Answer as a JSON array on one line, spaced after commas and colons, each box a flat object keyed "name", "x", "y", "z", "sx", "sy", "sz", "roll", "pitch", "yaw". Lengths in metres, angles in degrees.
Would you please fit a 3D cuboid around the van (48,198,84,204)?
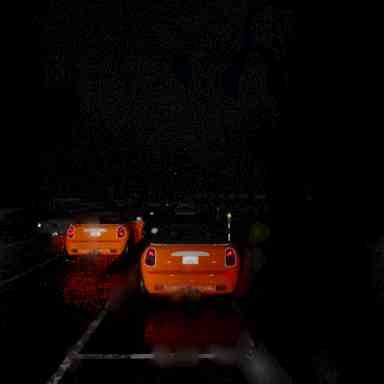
[{"name": "van", "x": -8.909, "y": 1.344, "z": 23.573, "sx": 1.690, "sy": 1.788, "sz": 3.998, "roll": 0, "pitch": 0, "yaw": 0}]

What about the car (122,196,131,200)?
[{"name": "car", "x": -8.909, "y": 1.534, "z": 39.716, "sx": 1.752, "sy": 1.417, "sz": 4.829, "roll": 0, "pitch": 0, "yaw": 0}]

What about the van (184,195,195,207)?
[{"name": "van", "x": -0.384, "y": 1.356, "z": 50.761, "sx": 1.690, "sy": 1.788, "sz": 3.998, "roll": 0, "pitch": 0, "yaw": 0}]

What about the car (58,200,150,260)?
[{"name": "car", "x": -3.046, "y": 1.352, "z": 12.606, "sx": 2.097, "sy": 1.767, "sz": 4.553, "roll": 0, "pitch": 0, "yaw": 0}]

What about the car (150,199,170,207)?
[{"name": "car", "x": -3.144, "y": 1.530, "z": 28.386, "sx": 1.812, "sy": 1.442, "sz": 4.674, "roll": 0, "pitch": 0, "yaw": 0}]

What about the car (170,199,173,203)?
[{"name": "car", "x": -3.046, "y": 1.574, "z": 43.180, "sx": 1.994, "sy": 1.385, "sz": 4.181, "roll": 0, "pitch": 0, "yaw": 0}]

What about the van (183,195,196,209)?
[{"name": "van", "x": -0.384, "y": 1.353, "z": 45.324, "sx": 1.690, "sy": 1.788, "sz": 3.998, "roll": 0, "pitch": 0, "yaw": 0}]

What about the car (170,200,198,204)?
[{"name": "car", "x": -0.384, "y": 1.528, "z": 23.743, "sx": 1.752, "sy": 1.417, "sz": 4.829, "roll": 0, "pitch": 0, "yaw": 0}]

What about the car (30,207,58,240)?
[{"name": "car", "x": -6.246, "y": 1.602, "z": 17.315, "sx": 1.895, "sy": 1.301, "sz": 4.718, "roll": 0, "pitch": 0, "yaw": 0}]

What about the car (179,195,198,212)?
[{"name": "car", "x": -0.384, "y": 1.324, "z": 39.886, "sx": 2.192, "sy": 1.841, "sz": 5.009, "roll": 0, "pitch": 0, "yaw": 0}]

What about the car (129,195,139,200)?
[{"name": "car", "x": -8.910, "y": 1.452, "z": 45.324, "sx": 1.967, "sy": 1.590, "sz": 4.097, "roll": 0, "pitch": 0, "yaw": 0}]

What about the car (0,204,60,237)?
[{"name": "car", "x": -8.909, "y": 1.567, "z": 18.136, "sx": 1.947, "sy": 1.339, "sz": 4.313, "roll": 0, "pitch": 0, "yaw": 0}]

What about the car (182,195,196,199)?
[{"name": "car", "x": -0.384, "y": 1.447, "z": 34.448, "sx": 1.967, "sy": 1.590, "sz": 4.097, "roll": 0, "pitch": 0, "yaw": 0}]

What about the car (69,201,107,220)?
[{"name": "car", "x": -8.909, "y": 1.530, "z": 28.841, "sx": 1.752, "sy": 1.417, "sz": 4.829, "roll": 0, "pitch": 0, "yaw": 0}]

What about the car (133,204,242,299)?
[{"name": "car", "x": -0.032, "y": 1.353, "z": 8.620, "sx": 2.097, "sy": 1.767, "sz": 4.553, "roll": 0, "pitch": 0, "yaw": 0}]
